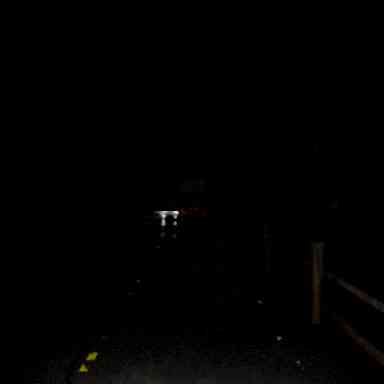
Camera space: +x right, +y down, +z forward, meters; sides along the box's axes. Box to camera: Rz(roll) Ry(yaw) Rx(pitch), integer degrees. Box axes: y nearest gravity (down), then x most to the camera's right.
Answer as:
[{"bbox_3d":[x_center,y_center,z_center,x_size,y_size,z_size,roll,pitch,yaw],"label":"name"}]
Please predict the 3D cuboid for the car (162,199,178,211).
[{"bbox_3d":[-2.829,1.682,43.387,1.812,1.442,4.674,0,0,0],"label":"car"}]

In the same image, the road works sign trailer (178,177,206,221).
[{"bbox_3d":[0.007,0.563,28.098,2.380,3.560,2.880,0,0,0],"label":"road works sign trailer"}]
